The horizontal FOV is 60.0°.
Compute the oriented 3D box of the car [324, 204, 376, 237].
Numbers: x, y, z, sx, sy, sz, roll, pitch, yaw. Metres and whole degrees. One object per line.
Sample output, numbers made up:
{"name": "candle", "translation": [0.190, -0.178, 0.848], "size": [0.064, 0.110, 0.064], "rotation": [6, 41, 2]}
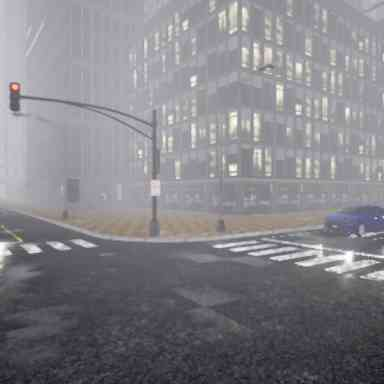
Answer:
{"name": "car", "translation": [9.257, 1.467, 18.277], "size": [5.008, 1.535, 1.882], "rotation": [0, 0, -35]}

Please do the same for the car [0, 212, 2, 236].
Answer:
{"name": "car", "translation": [-11.415, 1.478, 17.779], "size": [1.882, 1.535, 5.008], "rotation": [0, 0, -35]}

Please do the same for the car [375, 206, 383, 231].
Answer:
{"name": "car", "translation": [10.944, 1.481, 15.484], "size": [4.902, 1.511, 2.128], "rotation": [0, 0, -36]}
